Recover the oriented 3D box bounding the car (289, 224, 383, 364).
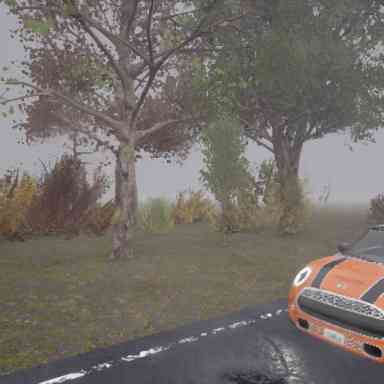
[{"bbox_3d":[3.778,1.353,5.738,4.553,1.767,2.097,0,0,-34],"label":"car"}]
